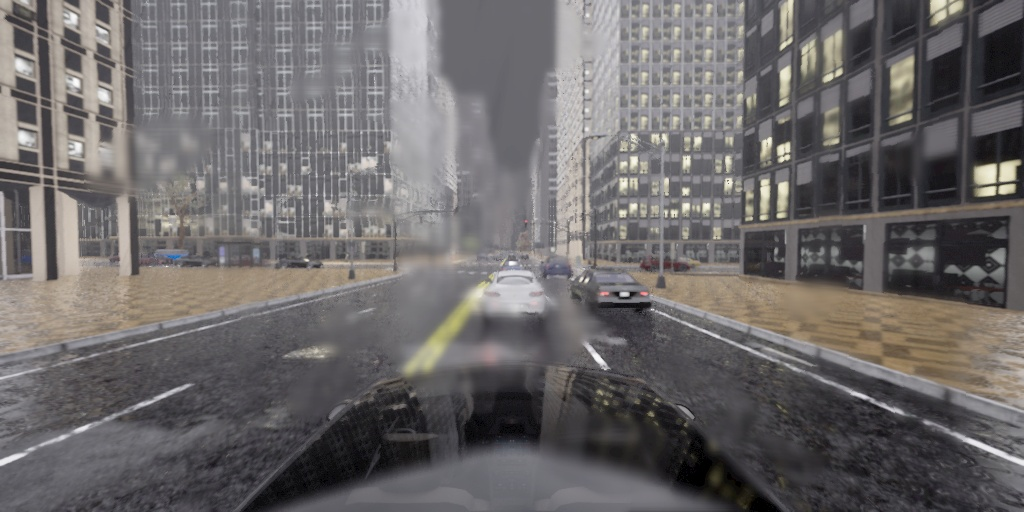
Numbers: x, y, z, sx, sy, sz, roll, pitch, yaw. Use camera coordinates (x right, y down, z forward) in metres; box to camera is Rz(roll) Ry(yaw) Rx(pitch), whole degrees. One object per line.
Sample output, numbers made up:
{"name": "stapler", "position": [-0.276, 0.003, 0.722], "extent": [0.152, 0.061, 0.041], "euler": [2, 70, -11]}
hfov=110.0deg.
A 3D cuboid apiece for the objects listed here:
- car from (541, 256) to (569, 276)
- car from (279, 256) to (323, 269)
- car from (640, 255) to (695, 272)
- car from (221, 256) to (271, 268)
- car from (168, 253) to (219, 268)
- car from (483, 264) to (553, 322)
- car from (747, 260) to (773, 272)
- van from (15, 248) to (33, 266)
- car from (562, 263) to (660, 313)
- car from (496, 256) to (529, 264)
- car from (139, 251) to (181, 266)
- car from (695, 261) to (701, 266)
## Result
{"name": "car", "position": [3.343, 0.771, 27.601], "extent": [2.097, 1.767, 4.553], "euler": [0, 1, 0]}
{"name": "car", "position": [-22.741, 0.715, 38.687], "extent": [4.313, 1.339, 1.948], "euler": [0, 0, 1]}
{"name": "car", "position": [16.184, 0.812, 38.173], "extent": [5.009, 1.841, 2.192], "euler": [0, 0, 1]}
{"name": "car", "position": [-28.425, 0.678, 38.818], "extent": [4.207, 1.307, 1.802], "euler": [0, 0, 1]}
{"name": "car", "position": [-34.105, 0.608, 38.989], "extent": [4.313, 1.339, 1.948], "euler": [0, 0, 1]}
{"name": "car", "position": [0.097, 1.150, 11.626], "extent": [1.812, 1.442, 4.674], "euler": [0, 1, 0]}
{"name": "car", "position": [27.633, 1.123, 37.980], "extent": [4.829, 1.417, 1.751], "euler": [0, 0, 1]}
{"name": "van", "position": [-51.150, 0.223, 39.381], "extent": [3.998, 1.789, 1.690], "euler": [0, 0, 1]}
{"name": "car", "position": [3.349, 1.152, 13.179], "extent": [2.033, 1.411, 5.357], "euler": [0, 1, 0]}
{"name": "car", "position": [0.094, 0.972, 27.011], "extent": [2.033, 1.411, 5.357], "euler": [0, 1, 0]}
{"name": "car", "position": [-41.906, 0.457, 41.797], "extent": [4.181, 1.385, 1.994], "euler": [1, 2, 1]}
{"name": "car", "position": [21.793, 0.834, 46.457], "extent": [4.829, 1.417, 1.751], "euler": [0, 0, 1]}
